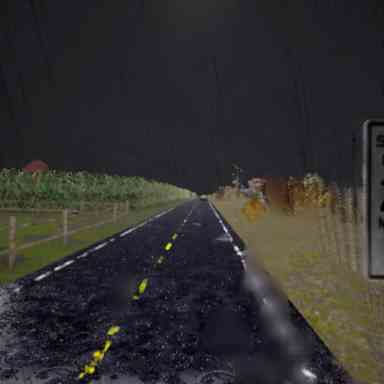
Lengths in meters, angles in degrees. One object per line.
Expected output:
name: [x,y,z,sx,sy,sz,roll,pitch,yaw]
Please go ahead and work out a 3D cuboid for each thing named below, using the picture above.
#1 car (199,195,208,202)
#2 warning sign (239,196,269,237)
car: [2.784,1.687,81.008,1.994,1.385,4.181,1,0,2]
warning sign: [2.952,1.142,15.981,1.300,1.860,1.060,0,-1,2]
